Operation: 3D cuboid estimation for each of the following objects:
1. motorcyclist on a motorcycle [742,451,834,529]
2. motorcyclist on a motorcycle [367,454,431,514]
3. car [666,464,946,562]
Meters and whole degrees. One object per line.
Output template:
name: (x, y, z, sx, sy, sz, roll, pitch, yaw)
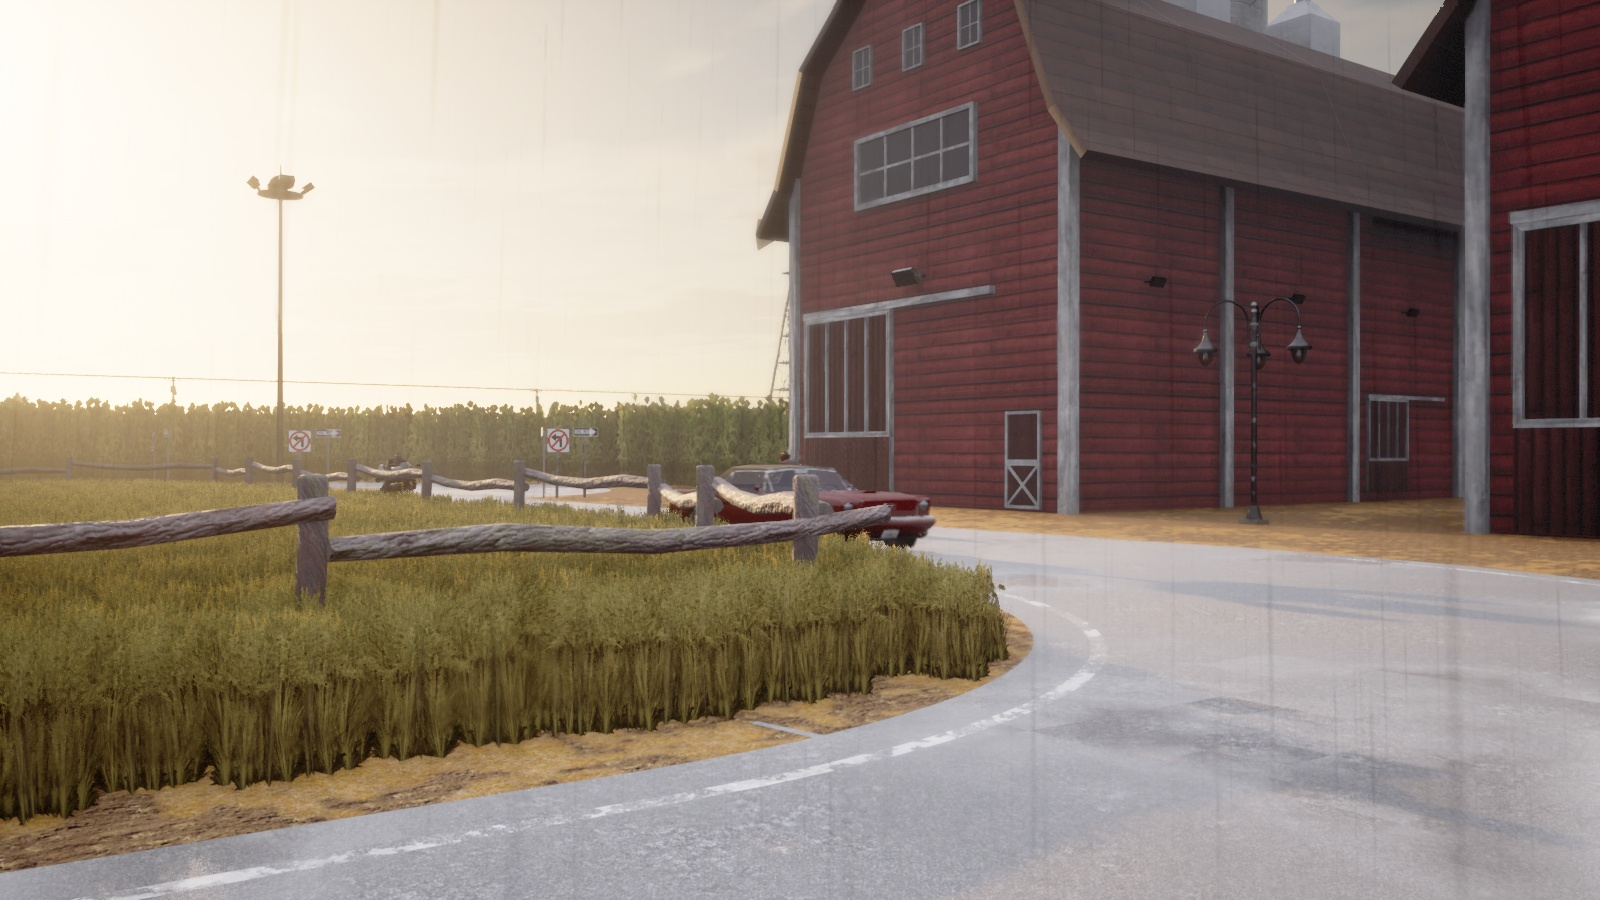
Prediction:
motorcyclist on a motorcycle: (-0.271, 0.790, 25.714, 0.797, 1.523, 2.044, 0, 0, -38)
motorcyclist on a motorcycle: (-10.755, 0.884, 33.637, 0.866, 1.530, 2.191, 0, 0, -40)
car: (-0.049, 0.893, 19.703, 1.895, 1.301, 4.718, 0, 0, -38)
